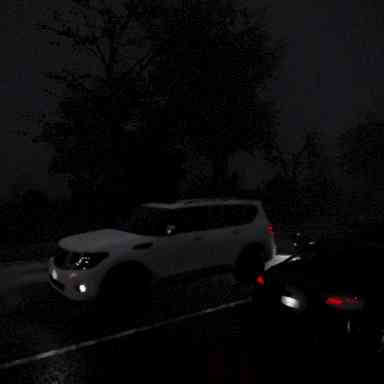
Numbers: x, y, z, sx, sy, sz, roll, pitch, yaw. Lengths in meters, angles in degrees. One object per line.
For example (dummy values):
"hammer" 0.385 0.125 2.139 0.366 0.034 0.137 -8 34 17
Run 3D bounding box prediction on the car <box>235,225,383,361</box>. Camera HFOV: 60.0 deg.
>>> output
"car" 3.035 1.544 5.964 4.181 1.385 1.994 0 0 -36

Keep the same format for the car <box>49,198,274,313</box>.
"car" -0.395 1.204 8.004 5.566 2.045 2.150 -1 0 -36

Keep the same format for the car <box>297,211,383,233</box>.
"car" 5.647 1.523 12.312 4.181 1.385 1.994 0 0 -36

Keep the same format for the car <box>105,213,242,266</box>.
"car" -0.566 1.580 12.179 4.718 1.301 1.895 0 0 -35
